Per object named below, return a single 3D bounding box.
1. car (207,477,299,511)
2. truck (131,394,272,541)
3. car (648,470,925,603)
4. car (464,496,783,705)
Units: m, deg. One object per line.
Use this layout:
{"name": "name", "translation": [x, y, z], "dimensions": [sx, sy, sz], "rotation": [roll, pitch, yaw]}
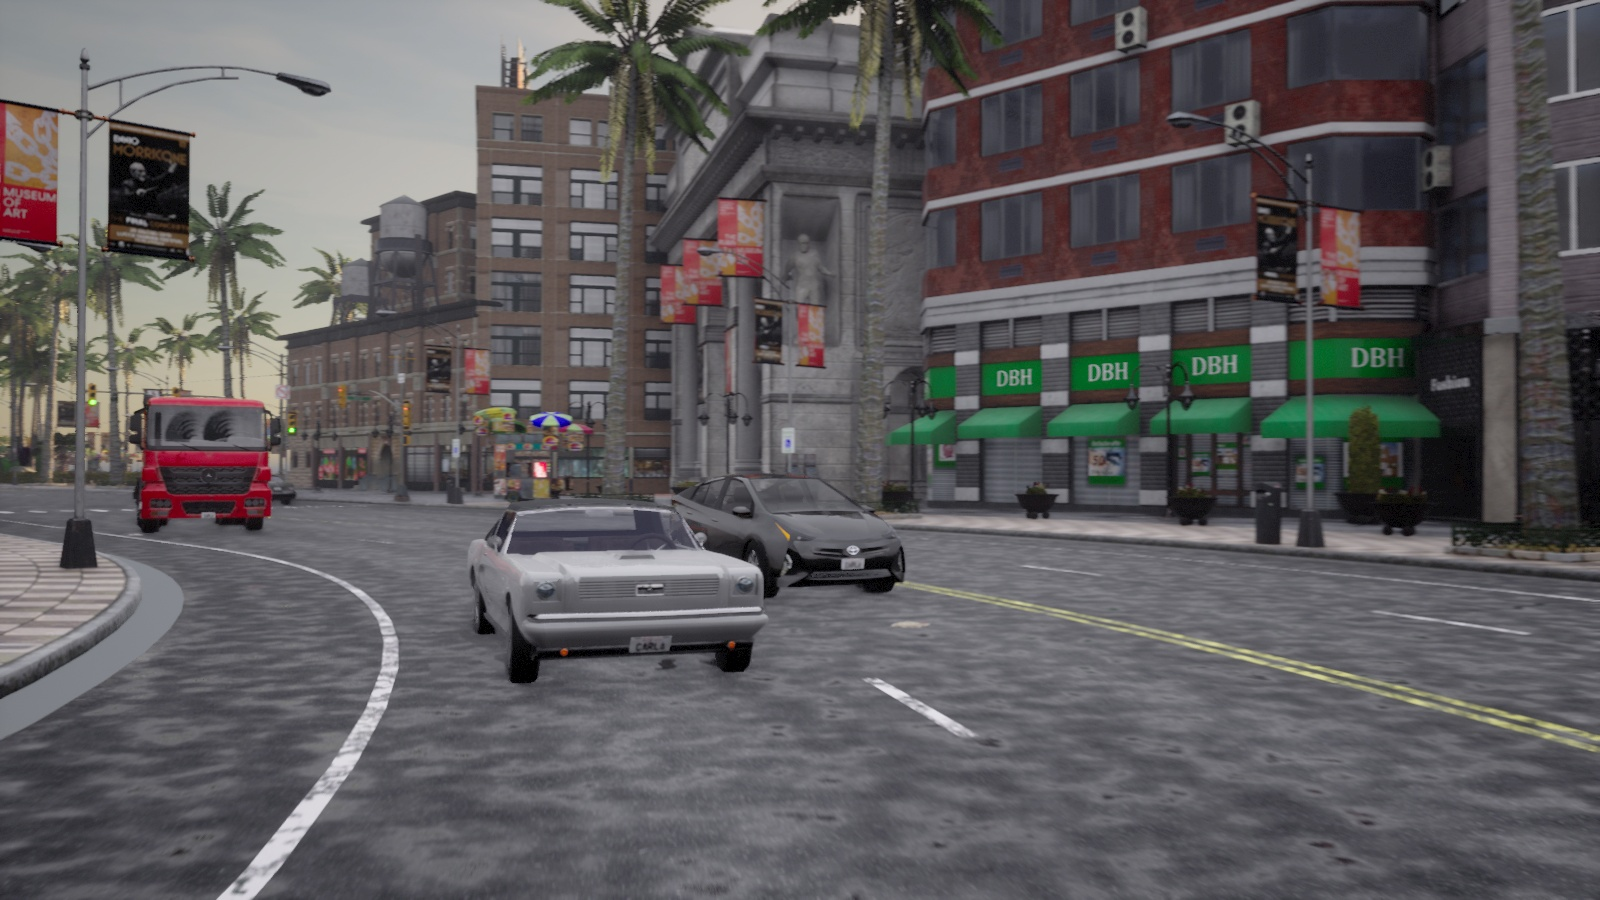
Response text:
{"name": "car", "translation": [-24.466, 1.936, 56.095], "dimensions": [2.033, 1.411, 5.357], "rotation": [1, -1, -44]}
{"name": "truck", "translation": [-16.243, 0.487, 33.735], "dimensions": [2.891, 3.462, 7.936], "rotation": [0, -1, -29]}
{"name": "car", "translation": [-0.360, 1.049, 17.011], "dimensions": [2.007, 1.525, 4.514], "rotation": [0, -1, -26]}
{"name": "car", "translation": [-1.791, 1.109, 11.006], "dimensions": [1.895, 1.301, 4.718], "rotation": [0, -1, -19]}
